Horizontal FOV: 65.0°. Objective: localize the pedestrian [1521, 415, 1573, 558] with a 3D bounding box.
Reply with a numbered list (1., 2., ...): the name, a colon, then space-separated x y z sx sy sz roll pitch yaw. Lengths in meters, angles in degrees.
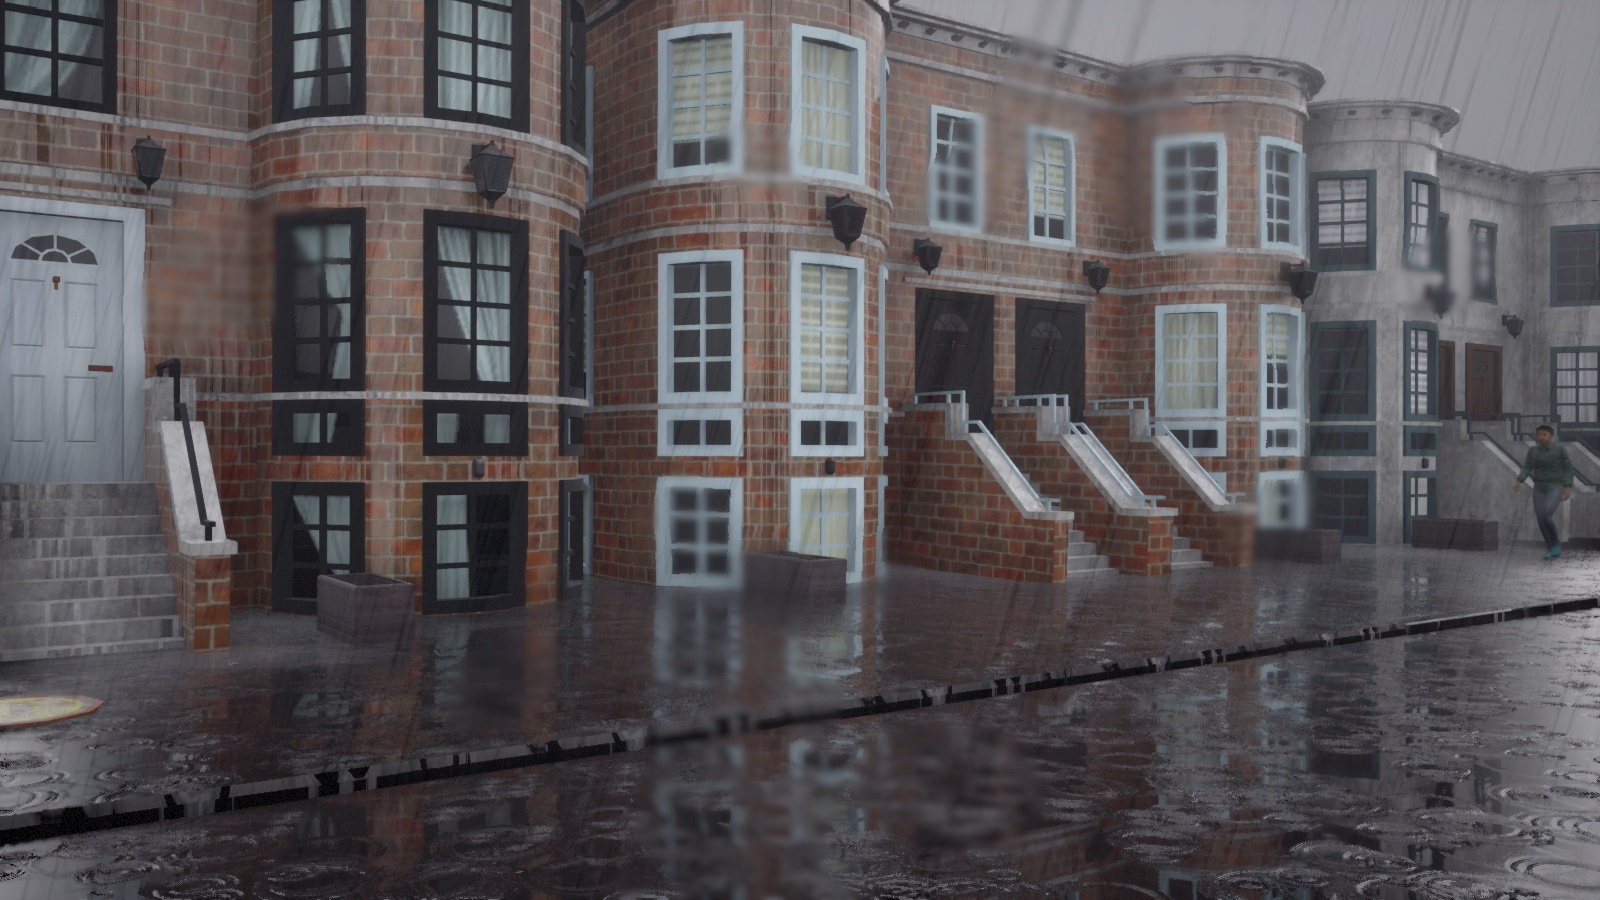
1. pedestrian: 9.843 0.474 16.543 0.614 1.847 0.353 0 0 -35
